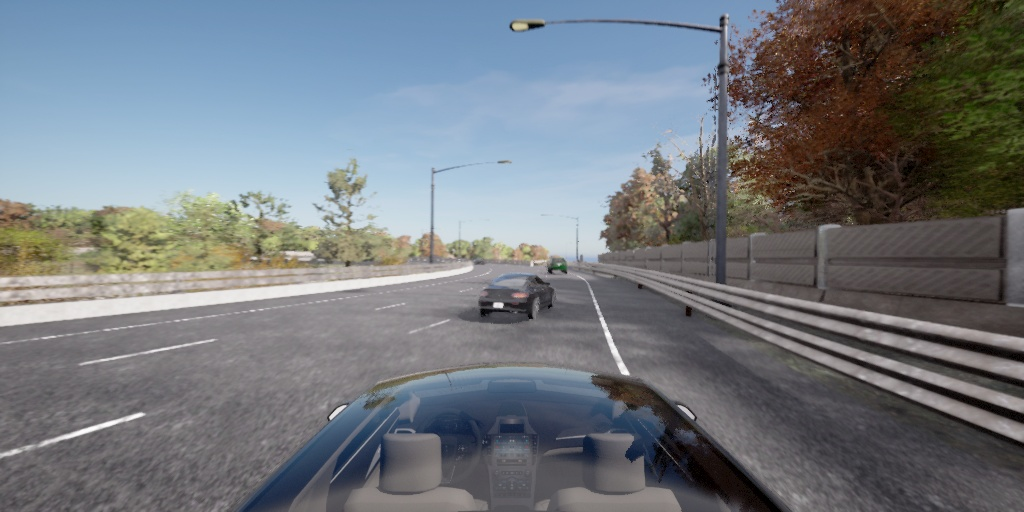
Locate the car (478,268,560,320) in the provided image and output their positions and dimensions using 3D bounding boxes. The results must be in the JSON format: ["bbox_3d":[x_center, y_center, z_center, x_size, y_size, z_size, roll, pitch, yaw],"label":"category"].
[{"bbox_3d":[0.294,1.317,12.826,1.812,1.442,4.674,1,0,18],"label":"car"}]

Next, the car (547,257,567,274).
[{"bbox_3d":[5.737,1.202,46.306,2.150,2.045,5.566,1,0,1],"label":"car"}]
